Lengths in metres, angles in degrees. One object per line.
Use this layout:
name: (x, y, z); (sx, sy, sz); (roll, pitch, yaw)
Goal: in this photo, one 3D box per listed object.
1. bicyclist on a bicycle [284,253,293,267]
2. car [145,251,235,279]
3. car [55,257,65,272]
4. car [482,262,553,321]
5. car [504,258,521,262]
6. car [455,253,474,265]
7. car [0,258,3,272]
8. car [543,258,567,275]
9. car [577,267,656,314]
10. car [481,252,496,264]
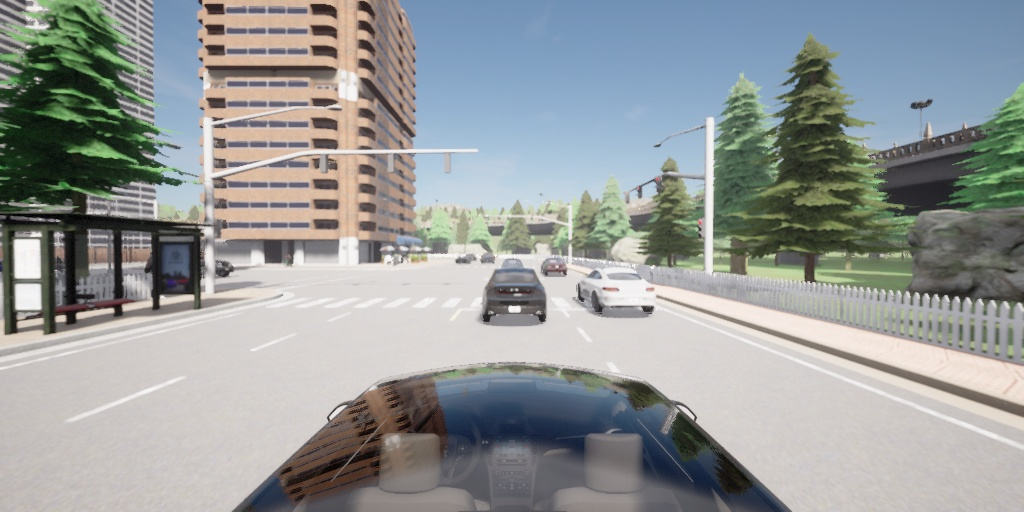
bicyclist on a bicycle: (-25.968, 0.504, 41.611); (0.582, 1.620, 1.656); (0, 1, 0)
car: (-24.330, 0.644, 27.155); (5.566, 2.045, 2.150); (0, 1, 0)
car: (-45.148, 0.824, 34.182); (4.892, 1.490, 1.837); (0, 1, 0)
car: (0.075, 1.102, 11.750); (1.837, 1.490, 4.892); (0, 1, 0)
car: (0.046, 0.897, 28.947); (2.033, 1.411, 5.357); (0, 1, 0)
car: (-7.168, 0.581, 52.451); (1.895, 1.301, 4.718); (0, 1, 0)
car: (-45.139, 0.850, 30.682); (5.008, 1.535, 1.882); (0, 1, 0)
car: (3.544, 0.860, 30.783); (2.033, 1.411, 5.357); (0, 1, 0)
car: (3.575, 1.106, 12.835); (1.812, 1.442, 4.674); (0, 1, 0)
car: (-3.675, 0.503, 55.012); (1.994, 1.385, 4.181); (0, 1, 0)
